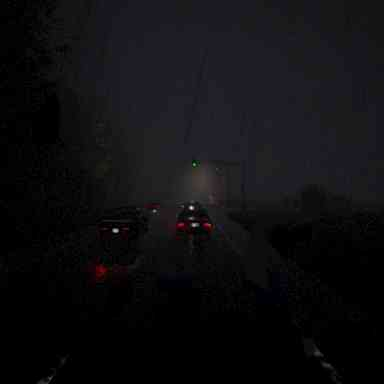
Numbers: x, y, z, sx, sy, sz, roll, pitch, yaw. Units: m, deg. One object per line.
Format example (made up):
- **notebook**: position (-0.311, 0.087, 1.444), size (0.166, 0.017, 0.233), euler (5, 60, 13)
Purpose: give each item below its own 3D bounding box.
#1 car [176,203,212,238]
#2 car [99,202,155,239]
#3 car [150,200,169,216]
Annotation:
- **car**: position (0.094, 1.554, 17.729), size (2.033, 1.411, 5.357), euler (0, 0, 0)
- **car**: position (-3.402, 1.498, 17.236), size (2.128, 1.511, 4.902), euler (0, 0, 0)
- **car**: position (-3.405, 1.515, 32.840), size (1.837, 1.490, 4.892), euler (0, 0, 0)
